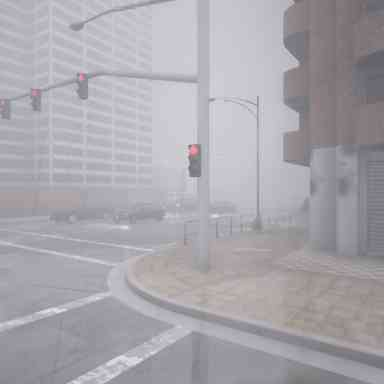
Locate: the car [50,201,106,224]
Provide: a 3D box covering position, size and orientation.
[{"bbox_3d":[-8.223,1.478,25.253,1.882,1.535,5.008,0,0,35],"label":"car"}]

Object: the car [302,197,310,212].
[{"bbox_3d":[14.413,1.352,38.755,2.097,1.767,4.553,0,0,35],"label":"car"}]

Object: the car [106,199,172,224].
[{"bbox_3d":[-3.922,1.526,25.242,1.812,1.442,4.674,0,0,35],"label":"car"}]

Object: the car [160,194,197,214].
[{"bbox_3d":[-0.911,1.354,35.575,2.097,1.767,4.553,0,0,35],"label":"car"}]

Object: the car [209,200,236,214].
[{"bbox_3d":[2.976,1.563,34.999,1.994,1.385,4.181,0,0,36],"label":"car"}]
